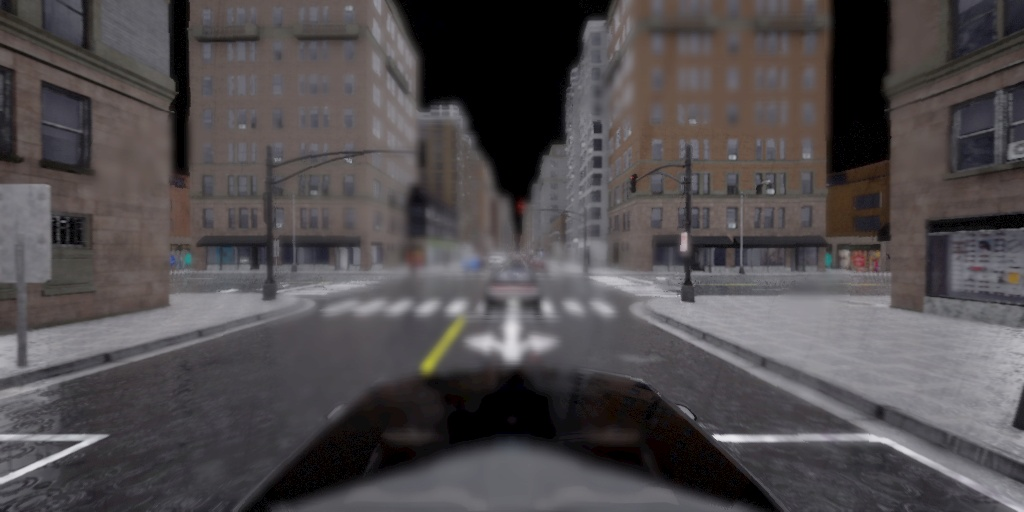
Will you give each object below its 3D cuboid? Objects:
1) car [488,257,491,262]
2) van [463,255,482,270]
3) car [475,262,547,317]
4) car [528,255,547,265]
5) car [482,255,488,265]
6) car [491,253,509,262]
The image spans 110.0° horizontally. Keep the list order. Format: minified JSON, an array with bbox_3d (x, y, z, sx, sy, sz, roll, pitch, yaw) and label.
[{"bbox_3d":[-4.924,0.921,56.387,1.948,1.339,4.313,0,0,1],"label":"car"},{"bbox_3d":[-5.169,0.771,45.342,1.690,1.789,3.998,0,0,1],"label":"van"},{"bbox_3d":[0.073,1.156,12.803,2.128,1.511,4.902,0,0,1],"label":"car"},{"bbox_3d":[3.355,0.871,45.158,1.967,1.591,4.097,0,0,1],"label":"car"},{"bbox_3d":[-5.046,0.708,50.864,2.192,1.841,5.009,0,0,1],"label":"car"},{"bbox_3d":[-2.091,0.567,57.627,2.150,2.045,5.566,0,1,2],"label":"car"}]
